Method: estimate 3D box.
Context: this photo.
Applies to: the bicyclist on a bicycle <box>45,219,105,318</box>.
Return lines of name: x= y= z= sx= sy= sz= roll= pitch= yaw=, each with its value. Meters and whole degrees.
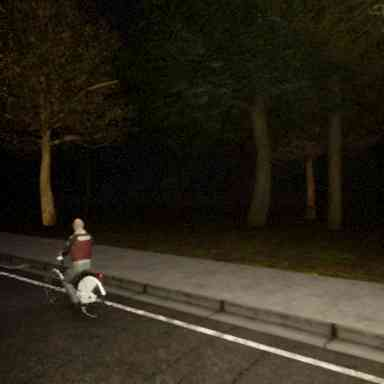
bicyclist on a bicycle: x=-2.272 y=1.386 z=6.276 sx=1.843 sy=1.776 sz=0.659 roll=0 pitch=0 yaw=36
